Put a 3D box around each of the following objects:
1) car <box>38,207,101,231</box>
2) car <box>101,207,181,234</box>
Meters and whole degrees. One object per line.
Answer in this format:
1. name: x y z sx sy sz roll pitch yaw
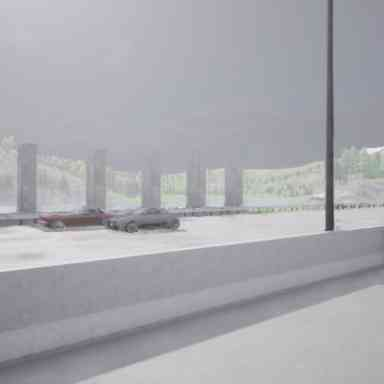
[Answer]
1. car: -6.893 1.614 20.566 4.718 1.301 1.895 0 0 -36
2. car: -2.737 1.584 19.263 4.181 1.385 1.994 0 0 -36
